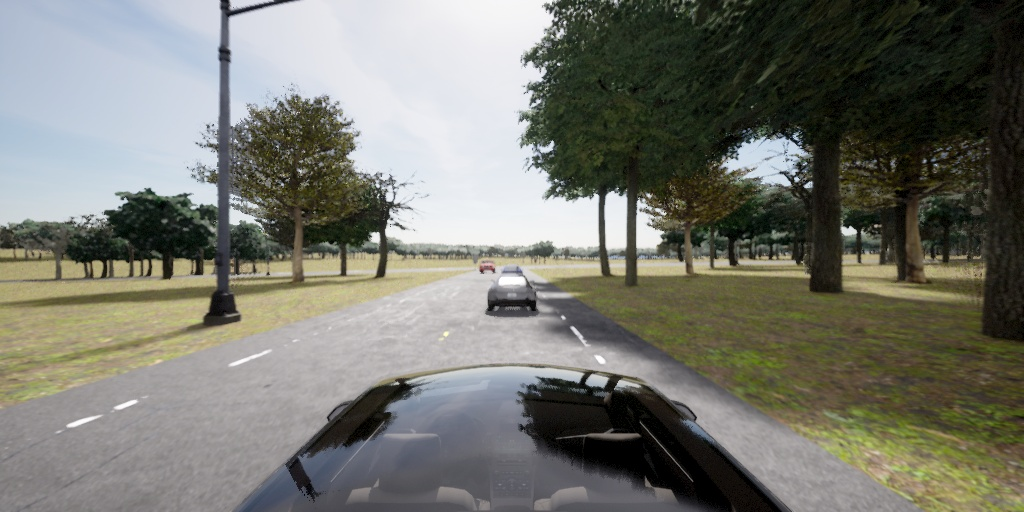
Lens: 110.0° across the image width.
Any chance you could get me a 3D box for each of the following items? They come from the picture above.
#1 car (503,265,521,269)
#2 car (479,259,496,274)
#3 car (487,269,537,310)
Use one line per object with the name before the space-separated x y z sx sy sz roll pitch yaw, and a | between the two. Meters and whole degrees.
car | 0.024 1.520 31.091 1.882 1.535 5.008 0 0 0
car | -3.557 1.524 52.404 2.150 2.045 5.566 0 -1 0
car | 0.019 1.446 15.412 1.994 1.385 4.181 0 0 1
